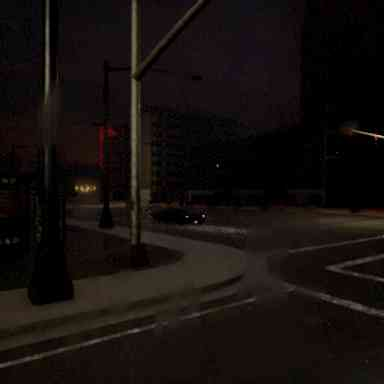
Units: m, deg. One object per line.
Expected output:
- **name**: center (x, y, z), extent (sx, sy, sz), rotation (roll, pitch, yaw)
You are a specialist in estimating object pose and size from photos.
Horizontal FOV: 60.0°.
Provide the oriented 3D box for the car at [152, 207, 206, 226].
- **car**: center (-1.027, 1.778, 24.741), extent (1.895, 1.301, 4.718), rotation (0, -1, -36)
